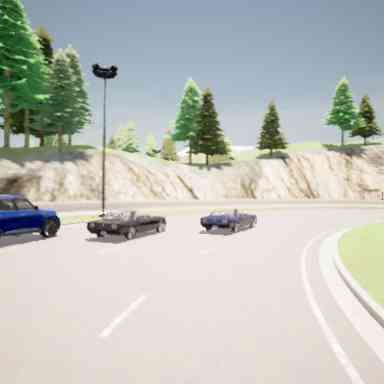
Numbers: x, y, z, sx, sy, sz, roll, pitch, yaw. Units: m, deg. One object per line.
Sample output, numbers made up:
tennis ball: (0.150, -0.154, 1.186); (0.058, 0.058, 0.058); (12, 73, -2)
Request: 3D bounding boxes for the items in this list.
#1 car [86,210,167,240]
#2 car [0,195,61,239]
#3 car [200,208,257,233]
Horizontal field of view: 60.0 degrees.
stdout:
car: (-3.068, 1.561, 16.881); (1.895, 1.301, 4.718); (1, 0, 23)
car: (-8.088, 1.124, 14.122); (2.150, 2.045, 5.566); (0, 0, 17)
car: (2.352, 1.624, 20.003); (1.895, 1.301, 4.718); (1, 0, 30)
